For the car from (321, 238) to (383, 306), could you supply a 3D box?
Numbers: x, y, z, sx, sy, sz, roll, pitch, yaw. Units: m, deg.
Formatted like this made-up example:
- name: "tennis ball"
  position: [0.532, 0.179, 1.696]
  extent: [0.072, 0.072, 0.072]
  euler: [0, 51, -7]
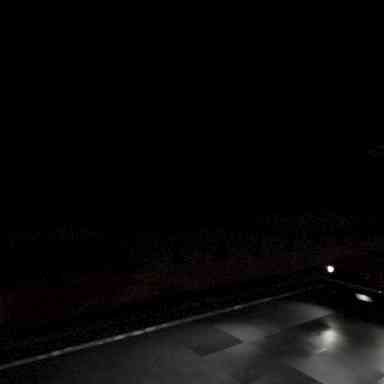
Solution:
- name: "car"
  position: [5.035, 1.711, 7.554]
  extent: [4.718, 1.301, 1.895]
  euler: [1, -1, -35]
